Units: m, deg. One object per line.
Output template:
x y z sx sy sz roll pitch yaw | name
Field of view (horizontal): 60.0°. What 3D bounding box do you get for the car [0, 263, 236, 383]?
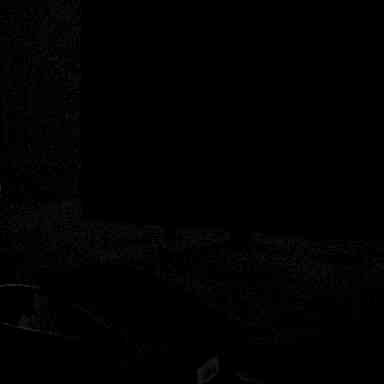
-1.554 1.581 4.070 4.313 1.339 1.947 0 0 35 | car
